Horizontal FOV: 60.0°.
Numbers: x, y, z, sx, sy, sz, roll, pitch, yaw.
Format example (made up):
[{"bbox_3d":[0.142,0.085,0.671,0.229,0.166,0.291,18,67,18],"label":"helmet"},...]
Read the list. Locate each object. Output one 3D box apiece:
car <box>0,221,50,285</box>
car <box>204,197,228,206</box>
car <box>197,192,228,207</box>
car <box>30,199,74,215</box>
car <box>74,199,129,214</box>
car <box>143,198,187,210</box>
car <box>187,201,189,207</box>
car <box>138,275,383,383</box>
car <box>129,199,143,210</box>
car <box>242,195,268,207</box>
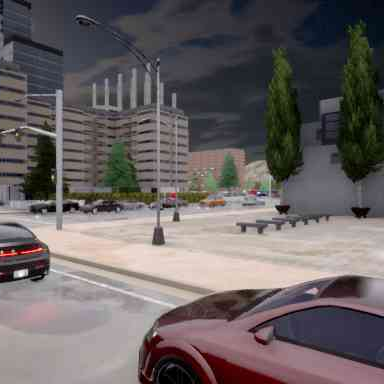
[{"bbox_3d":[-5.535,1.505,8.714,4.892,1.490,1.837,0,0,40],"label":"car"},{"bbox_3d":[4.072,1.564,56.426,1.994,1.385,4.181,0,0,41],"label":"car"},{"bbox_3d":[3.035,1.352,49.817,2.097,1.767,4.553,0,0,40],"label":"car"},{"bbox_3d":[-14.302,1.478,34.783,1.882,1.535,5.008,0,0,40],"label":"car"},{"bbox_3d":[-9.446,1.505,35.102,1.837,1.490,4.892,0,0,40],"label":"car"},{"bbox_3d":[-3.365,1.491,42.281,2.128,1.511,4.902,0,0,40],"label":"car"},{"bbox_3d":[-2.402,1.564,48.825,1.994,1.385,4.181,0,0,41],"label":"car"},{"bbox_3d":[1.446,1.564,3.208,4.181,1.385,1.994,0,0,37],"label":"car"},{"bbox_3d":[-8.268,1.601,41.909,1.895,1.301,4.718,0,0,40],"label":"car"},{"bbox_3d":[9.798,1.600,52.104,1.895,1.301,4.718,0,0,40],"label":"car"}]
